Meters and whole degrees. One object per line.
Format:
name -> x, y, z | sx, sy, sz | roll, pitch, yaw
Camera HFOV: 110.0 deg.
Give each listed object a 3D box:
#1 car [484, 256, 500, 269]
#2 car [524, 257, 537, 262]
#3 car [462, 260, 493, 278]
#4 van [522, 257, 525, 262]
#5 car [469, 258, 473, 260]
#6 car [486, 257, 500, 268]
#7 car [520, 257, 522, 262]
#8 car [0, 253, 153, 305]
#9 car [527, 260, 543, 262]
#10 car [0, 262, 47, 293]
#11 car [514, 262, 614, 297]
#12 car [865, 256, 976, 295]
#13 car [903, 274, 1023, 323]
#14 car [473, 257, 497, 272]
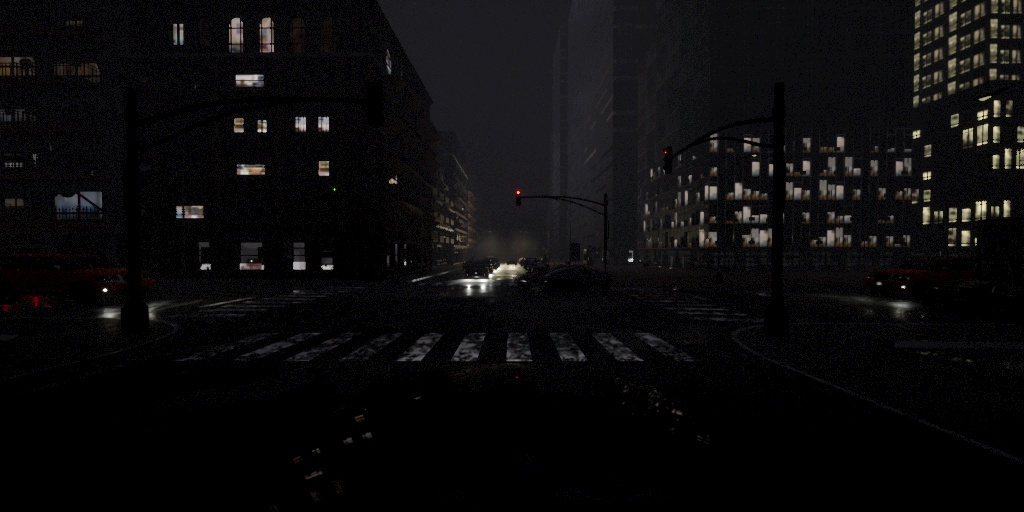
car -> -3.124, 1.054, 50.791 | 2.097, 1.767, 4.553 | 0, 0, 0
car -> 2.628, 1.159, 38.123 | 1.967, 1.591, 4.097 | 0, 0, 0
car -> -3.115, 1.290, 32.816 | 1.994, 1.385, 4.181 | 0, 0, 0
van -> 2.619, 1.045, 49.415 | 1.690, 1.789, 3.998 | 0, 0, 0
car -> -5.729, 1.270, 49.375 | 1.948, 1.339, 4.313 | 0, 0, 0
car -> -3.107, 1.037, 60.698 | 2.097, 1.767, 4.553 | 0, 0, 0
car -> 2.614, 1.240, 55.061 | 1.888, 1.381, 4.507 | 0, 0, 0
car -> -18.851, 0.911, 15.342 | 5.566, 2.045, 2.150 | 0, 1, 1
car -> 2.632, 1.272, 32.477 | 1.888, 1.381, 4.507 | 0, 0, 0
car -> -28.010, 1.089, 18.666 | 4.902, 1.511, 2.128 | 0, 1, 1
car -> 2.672, 1.232, 18.287 | 4.902, 1.511, 2.128 | 0, 0, 1
car -> 21.269, 1.044, 18.026 | 5.566, 2.045, 2.150 | 0, 1, 1
car -> 16.706, 1.445, 12.181 | 4.403, 1.370, 2.007 | 0, 0, 1
car -> -3.129, 1.220, 41.554 | 1.837, 1.490, 4.892 | 0, 0, 0
